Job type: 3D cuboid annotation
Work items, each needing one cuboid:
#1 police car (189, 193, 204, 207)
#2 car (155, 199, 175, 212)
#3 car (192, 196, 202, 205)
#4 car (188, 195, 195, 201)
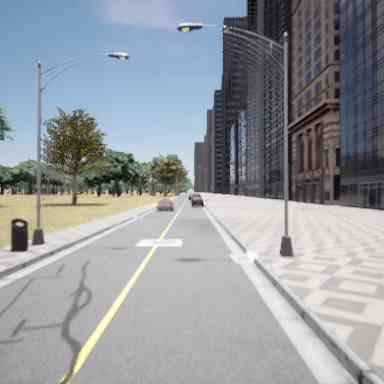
[{"bbox_3d":[0.873,1.452,51.879,1.930,1.638,5.238,0,0,0],"label":"police car"},{"bbox_3d":[-3.108,1.549,39.421,1.812,1.442,4.674,0,0,0],"label":"car"},{"bbox_3d":[0.869,1.550,61.769,1.812,1.442,4.674,0,0,0],"label":"car"},{"bbox_3d":[-0.044,1.487,85.784,1.837,1.490,4.892,0,0,0],"label":"car"}]
